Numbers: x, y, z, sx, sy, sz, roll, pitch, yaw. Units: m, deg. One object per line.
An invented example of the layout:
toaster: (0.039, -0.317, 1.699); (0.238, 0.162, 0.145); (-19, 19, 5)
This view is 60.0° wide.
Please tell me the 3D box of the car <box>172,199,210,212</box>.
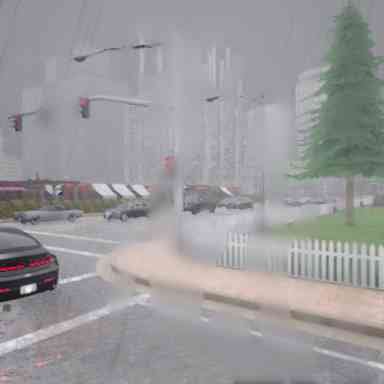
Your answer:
car: (-0.031, 1.596, 40.623); (2.033, 1.411, 5.357); (0, 0, 34)

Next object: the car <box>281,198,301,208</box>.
car: (14.596, 1.560, 49.394); (1.812, 1.442, 4.674); (0, 0, 34)

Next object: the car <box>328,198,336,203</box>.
car: (22.365, 1.590, 54.631); (1.994, 1.385, 4.181); (0, 0, 34)

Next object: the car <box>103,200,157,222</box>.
car: (-5.006, 1.532, 27.036); (2.128, 1.511, 4.902); (0, 0, 34)

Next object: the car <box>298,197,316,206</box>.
car: (19.650, 1.560, 56.860); (1.812, 1.442, 4.674); (0, 0, 34)

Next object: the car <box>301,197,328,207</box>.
car: (17.456, 1.627, 47.374); (1.895, 1.301, 4.718); (0, 0, 34)

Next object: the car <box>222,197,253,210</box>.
car: (6.233, 1.394, 43.604); (2.097, 1.767, 4.553); (0, 0, 35)

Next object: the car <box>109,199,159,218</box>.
car: (-5.544, 1.526, 32.486); (1.882, 1.535, 5.008); (0, 0, 34)

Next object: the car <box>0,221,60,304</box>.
car: (-4.989, 1.524, 7.552); (4.892, 1.490, 1.837); (0, 0, 36)

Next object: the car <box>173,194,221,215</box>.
car: (0.497, 1.263, 35.164); (2.150, 2.045, 5.566); (0, 0, 34)

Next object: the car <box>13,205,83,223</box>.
car: (-10.708, 1.650, 24.973); (1.895, 1.301, 4.718); (0, 0, 36)
